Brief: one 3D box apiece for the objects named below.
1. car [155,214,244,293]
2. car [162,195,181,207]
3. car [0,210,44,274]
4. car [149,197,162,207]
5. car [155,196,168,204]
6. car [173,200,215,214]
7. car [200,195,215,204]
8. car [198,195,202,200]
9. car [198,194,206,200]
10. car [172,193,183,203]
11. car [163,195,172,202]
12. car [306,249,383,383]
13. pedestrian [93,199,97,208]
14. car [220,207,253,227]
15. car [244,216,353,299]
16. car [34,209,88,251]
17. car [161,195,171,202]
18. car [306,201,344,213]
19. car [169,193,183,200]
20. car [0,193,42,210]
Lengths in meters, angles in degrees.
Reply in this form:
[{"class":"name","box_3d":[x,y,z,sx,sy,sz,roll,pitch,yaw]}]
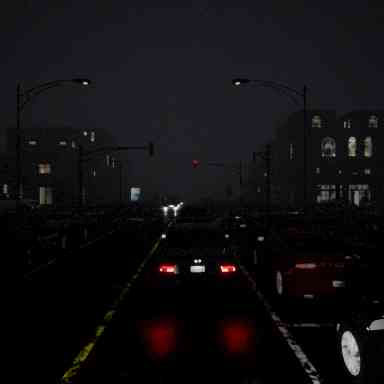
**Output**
[{"class":"car","box_3d":[0.098,1.548,8.997,2.033,1.411,5.357,0,0,0]},{"class":"car","box_3d":[-3.145,1.532,51.134,1.812,1.442,4.674,0,0,1]},{"class":"car","box_3d":[-5.692,1.441,8.325,1.967,1.590,4.097,0,0,0]},{"class":"car","box_3d":[-5.724,1.588,52.095,1.802,1.307,4.206,0,0,0]},{"class":"car","box_3d":[-5.732,1.559,63.138,2.008,1.369,4.403,0,0,0]},{"class":"car","box_3d":[0.086,1.480,19.461,1.882,1.535,5.008,0,0,0]},{"class":"car","box_3d":[2.657,1.572,52.088,1.947,1.339,4.313,0,0,0]},{"class":"car","box_3d":[2.649,1.590,63.130,1.802,1.307,4.206,0,0,0]},{"class":"car","box_3d":[2.630,1.458,90.741,1.967,1.590,4.097,0,0,0]},{"class":"car","box_3d":[-3.052,1.236,72.142,2.150,2.045,5.566,0,0,0]},{"class":"car","box_3d":[-5.743,1.538,79.535,1.752,1.417,4.829,0,0,0]},{"class":"car","box_3d":[2.692,1.551,2.622,2.008,1.369,4.403,0,0,0]},{"class":"pedestrian","box_3d":[-12.583,1.415,43.222,0.375,1.300,0.375,0,-1,1]},{"class":"car","box_3d":[2.680,1.553,19.698,2.008,1.369,4.403,0,0,0]},{"class":"car","box_3d":[2.688,1.546,8.314,1.887,1.381,4.507,0,0,0]},{"class":"car","box_3d":[-5.697,1.552,14.017,2.008,1.369,4.403,0,0,0]},{"class":"car","box_3d":[-5.739,1.451,74.183,1.967,1.590,4.097,0,0,0]},{"class":"car","box_3d":[14.784,1.653,37.283,4.181,1.385,1.994,0,0,1]},{"class":"car","box_3d":[-3.110,1.500,61.486,2.128,1.511,4.902,0,0,0]},{"class":"car","box_3d":[-18.690,1.141,34.553,5.566,2.045,2.150,0,0,-1]}]
